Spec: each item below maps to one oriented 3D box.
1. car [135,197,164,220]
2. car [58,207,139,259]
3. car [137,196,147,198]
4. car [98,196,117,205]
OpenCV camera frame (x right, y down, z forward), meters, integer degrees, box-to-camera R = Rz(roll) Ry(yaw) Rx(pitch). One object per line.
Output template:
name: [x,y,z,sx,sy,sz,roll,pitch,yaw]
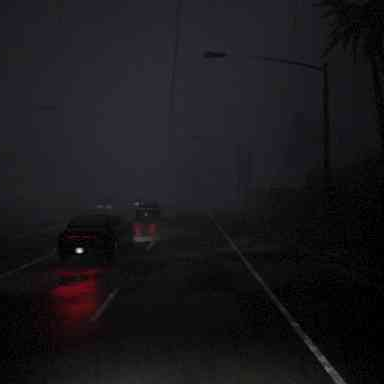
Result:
car: [-3.461,1.482,27.644,2.128,1.511,4.902,0,0,1]
car: [-3.460,1.544,12.699,1.837,1.490,4.892,0,0,1]
car: [-9.324,1.397,63.046,1.994,1.385,4.181,0,0,12]
car: [-13.864,1.363,54.688,1.882,1.535,5.008,-1,1,3]
